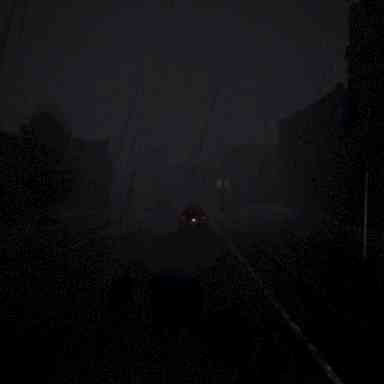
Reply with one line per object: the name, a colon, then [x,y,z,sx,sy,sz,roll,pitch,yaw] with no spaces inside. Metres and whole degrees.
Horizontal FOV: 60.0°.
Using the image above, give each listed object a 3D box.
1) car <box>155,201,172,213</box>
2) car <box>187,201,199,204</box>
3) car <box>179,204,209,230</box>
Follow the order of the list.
car: [-3.561,1.903,42.153,2.033,1.411,5.357,0,0,0]
car: [0.123,1.826,40.510,1.882,1.535,5.008,0,0,0]
car: [0.113,1.785,23.159,1.994,1.385,4.181,0,-1,0]
